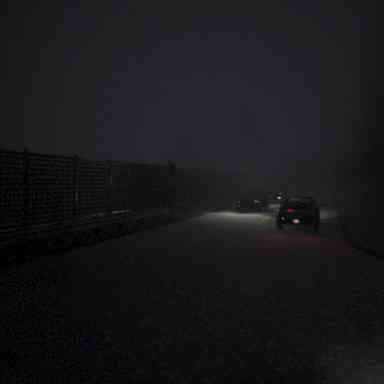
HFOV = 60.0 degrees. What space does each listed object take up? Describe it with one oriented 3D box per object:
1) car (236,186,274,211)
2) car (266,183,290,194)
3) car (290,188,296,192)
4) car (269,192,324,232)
[{"bbox_3d":[4.913,0.593,26.376,1.882,1.535,5.008,2,2,22],"label":"car"},{"bbox_3d":[8.959,0.047,36.202,2.150,2.045,5.566,2,2,22],"label":"car"},{"bbox_3d":[13.935,0.040,48.271,1.994,1.385,4.181,2,2,24],"label":"car"},{"bbox_3d":[5.410,0.971,16.543,2.128,1.511,4.902,2,2,22],"label":"car"}]
